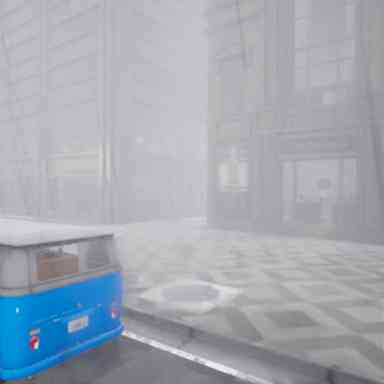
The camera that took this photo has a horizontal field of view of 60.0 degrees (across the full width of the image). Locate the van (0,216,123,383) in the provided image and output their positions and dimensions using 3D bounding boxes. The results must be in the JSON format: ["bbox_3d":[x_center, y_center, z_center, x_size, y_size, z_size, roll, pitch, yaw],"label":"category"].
[{"bbox_3d":[-2.840,1.302,4.985,3.998,1.788,1.690,1,0,35],"label":"van"}]
